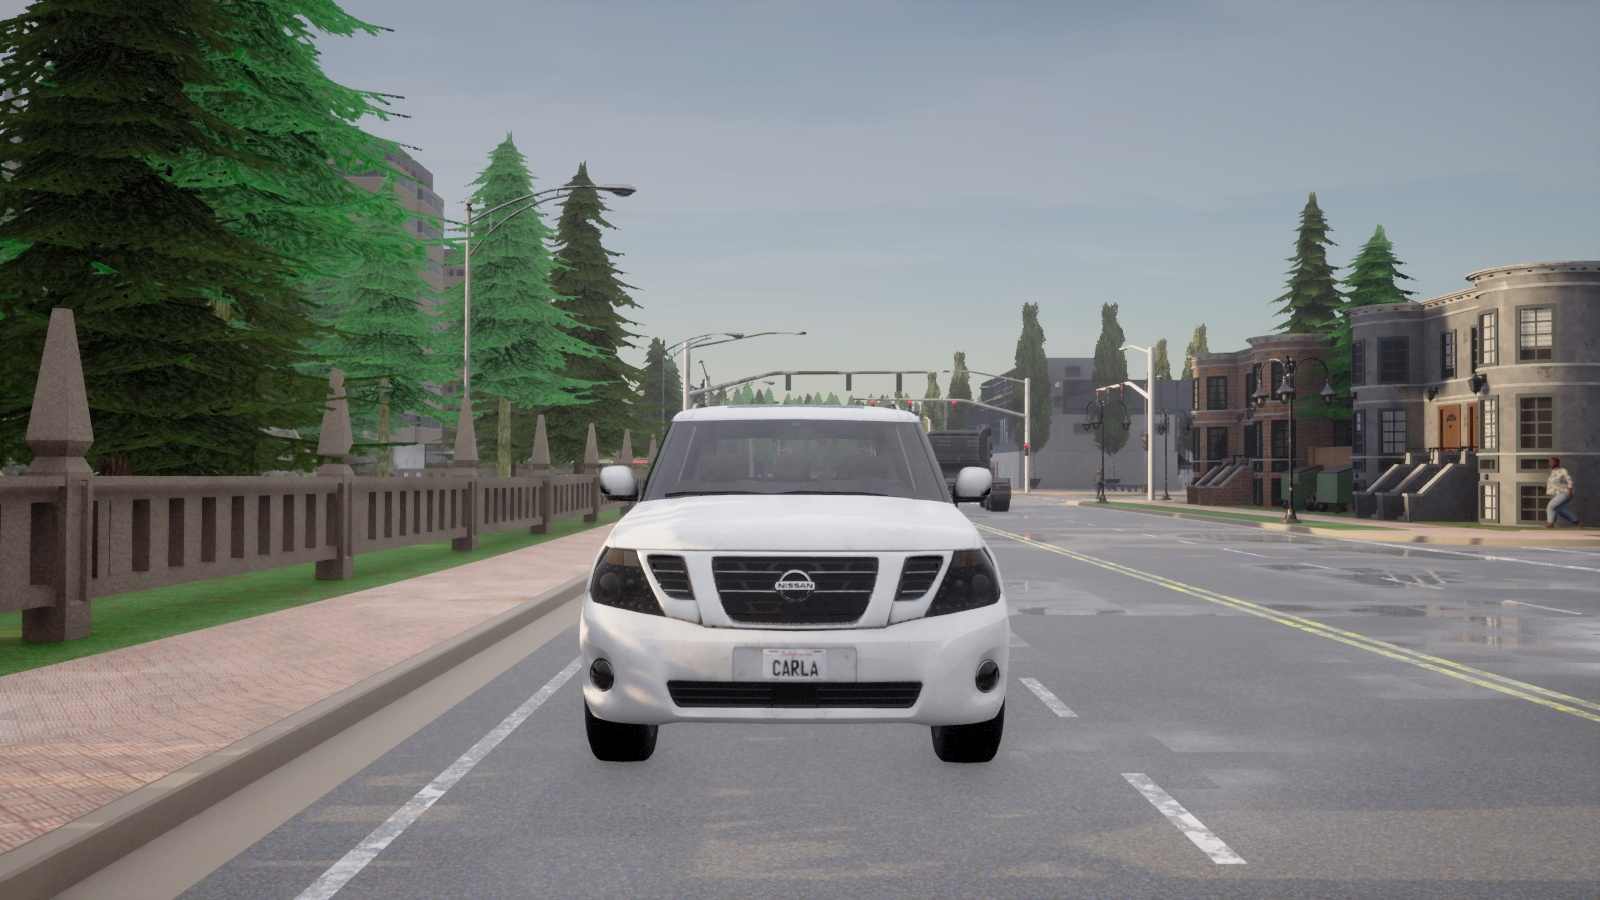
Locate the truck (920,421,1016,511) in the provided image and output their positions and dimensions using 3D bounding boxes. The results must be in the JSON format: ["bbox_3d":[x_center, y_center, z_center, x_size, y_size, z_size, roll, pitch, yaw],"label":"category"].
[{"bbox_3d":[6.852,0.681,52.272,2.891,3.462,7.936,0,-1,0],"label":"truck"}]

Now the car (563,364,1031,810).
[{"bbox_3d":[-0.025,0.677,8.577,2.150,2.045,5.566,0,-1,0],"label":"car"}]

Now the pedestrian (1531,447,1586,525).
[{"bbox_3d":[18.558,0.877,30.735,0.900,1.855,0.874,0,-1,12],"label":"pedestrian"}]

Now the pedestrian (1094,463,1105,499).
[{"bbox_3d":[16.411,1.691,68.887,0.423,1.949,0.788,0,-1,2],"label":"pedestrian"}]
